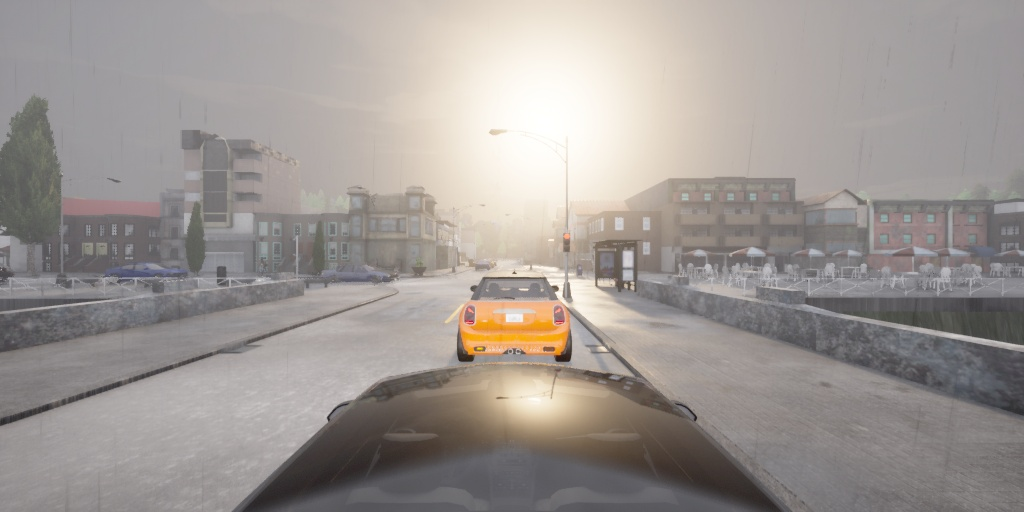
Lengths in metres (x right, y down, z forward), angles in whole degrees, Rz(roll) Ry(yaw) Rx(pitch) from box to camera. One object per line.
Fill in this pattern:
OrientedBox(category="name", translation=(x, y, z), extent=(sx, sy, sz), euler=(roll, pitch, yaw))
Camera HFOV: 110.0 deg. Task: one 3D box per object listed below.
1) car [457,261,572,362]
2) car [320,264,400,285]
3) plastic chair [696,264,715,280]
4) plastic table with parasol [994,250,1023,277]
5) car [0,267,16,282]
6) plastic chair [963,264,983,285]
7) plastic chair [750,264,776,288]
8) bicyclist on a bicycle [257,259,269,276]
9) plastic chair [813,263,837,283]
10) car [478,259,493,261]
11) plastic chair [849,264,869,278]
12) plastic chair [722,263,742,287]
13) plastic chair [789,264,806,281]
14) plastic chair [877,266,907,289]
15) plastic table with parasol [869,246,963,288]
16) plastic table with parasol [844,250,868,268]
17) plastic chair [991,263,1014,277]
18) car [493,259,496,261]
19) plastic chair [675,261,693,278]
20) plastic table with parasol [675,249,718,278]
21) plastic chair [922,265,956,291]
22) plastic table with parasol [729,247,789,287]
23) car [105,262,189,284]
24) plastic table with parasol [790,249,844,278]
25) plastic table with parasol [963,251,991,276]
OrientedBox(category="car", translation=(0.061, 1.102, 8.375), extent=(2.097, 1.767, 4.553), euler=(0, 0, 1))
OrientedBox(category="car", translation=(-10.986, 1.298, 25.964), extent=(5.357, 1.411, 2.033), euler=(0, 0, 6))
OrientedBox(category="plastic chair", translation=(15.804, 1.279, 29.233), extent=(0.750, 1.272, 0.730), euler=(0, 0, 0))
OrientedBox(category="plastic table with parasol", translation=(46.705, 0.675, 33.205), extent=(2.482, 2.480, 2.482), euler=(0, 0, 0))
OrientedBox(category="car", translation=(-39.619, 1.102, 26.205), extent=(4.553, 1.767, 2.097), euler=(0, 0, 0))
OrientedBox(category="plastic chair", translation=(30.502, 1.279, 23.829), extent=(0.750, 1.272, 0.730), euler=(0, 0, 0))
OrientedBox(category="plastic chair", translation=(15.002, 1.279, 21.433), extent=(0.750, 1.272, 0.730), euler=(0, 0, 0))
OrientedBox(category="bicyclist on a bicycle", translation=(-24.014, 1.099, 34.583), extent=(0.582, 1.620, 1.656), euler=(0, 0, 0))
OrientedBox(category="plastic chair", translation=(22.803, 1.279, 26.131), extent=(0.750, 1.272, 0.730), euler=(0, 0, 0))
OrientedBox(category="car", translation=(-4.091, 1.228, 51.054), extent=(1.882, 1.535, 5.008), euler=(0, 0, 0))
OrientedBox(category="plastic chair", translation=(29.904, 1.279, 30.829), extent=(0.750, 1.272, 0.730), euler=(0, 0, 0))
OrientedBox(category="plastic chair", translation=(13.902, 1.279, 22.833), extent=(0.730, 1.272, 0.750), euler=(0, 0, 0))
OrientedBox(category="plastic chair", translation=(21.703, 1.279, 27.531), extent=(0.730, 1.272, 0.750), euler=(0, 0, 0))
OrientedBox(category="plastic chair", translation=(22.602, 1.279, 21.331), extent=(0.730, 1.272, 0.750), euler=(0, 0, 0))
OrientedBox(category="plastic table with parasol", translation=(23.802, 0.675, 21.281), extent=(2.482, 2.480, 2.482), euler=(0, 0, 0))
OrientedBox(category="plastic table with parasol", translation=(30.234, 0.675, 32.199), extent=(2.482, 2.480, 2.482), euler=(0, 0, 0))
OrientedBox(category="plastic chair", translation=(45.505, 1.279, 33.325), extent=(0.730, 1.272, 0.750), euler=(0, 0, 0))
OrientedBox(category="car", translation=(-4.071, 1.228, 60.704), extent=(1.882, 1.535, 5.008), euler=(0, 0, 0))
OrientedBox(category="plastic chair", translation=(14.704, 1.279, 30.633), extent=(0.730, 1.272, 0.750), euler=(0, 0, 0))
OrientedBox(category="plastic table with parasol", translation=(15.924, 0.675, 30.513), extent=(2.482, 2.480, 2.482), euler=(0, 0, 0))
OrientedBox(category="plastic chair", translation=(23.701, 1.279, 19.931), extent=(0.750, 1.272, 0.730), euler=(0, 0, 0))
OrientedBox(category="plastic table with parasol", translation=(15.172, 0.675, 22.693), extent=(2.482, 2.480, 2.482), euler=(0, 0, 0))
OrientedBox(category="car", translation=(-26.531, 1.228, 26.186), extent=(5.008, 1.535, 1.882), euler=(0, 0, 0))
OrientedBox(category="plastic table with parasol", translation=(22.903, 0.675, 27.481), extent=(2.482, 2.480, 2.482), euler=(0, 0, 0))
OrientedBox(category="plastic table with parasol", translation=(30.513, 0.675, 25.109), extent=(2.482, 2.480, 2.482), euler=(0, 0, 0))
